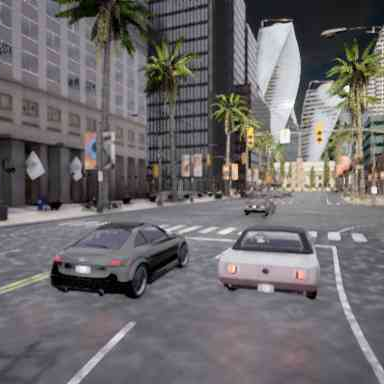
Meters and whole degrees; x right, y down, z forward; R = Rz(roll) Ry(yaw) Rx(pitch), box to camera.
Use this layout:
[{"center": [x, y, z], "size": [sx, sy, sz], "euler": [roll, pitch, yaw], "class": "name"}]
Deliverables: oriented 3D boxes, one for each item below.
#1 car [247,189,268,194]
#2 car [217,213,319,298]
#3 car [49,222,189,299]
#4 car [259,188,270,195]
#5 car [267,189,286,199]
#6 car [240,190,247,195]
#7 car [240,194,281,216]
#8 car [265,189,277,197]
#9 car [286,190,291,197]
[{"center": [12.526, 0.552, 63.323], "size": [2.033, 1.411, 5.357], "euler": [0, 1, 22], "class": "car"}, {"center": [2.092, 1.468, 8.276], "size": [1.895, 1.301, 4.718], "euler": [0, 1, 19], "class": "car"}, {"center": [-1.516, 1.435, 8.344], "size": [1.994, 1.385, 4.181], "euler": [0, 1, 17], "class": "car"}, {"center": [19.579, -0.050, 89.195], "size": [2.185, 1.767, 4.553], "euler": [0, 1, 21], "class": "car"}, {"center": [15.822, 0.581, 62.165], "size": [1.994, 1.385, 4.181], "euler": [0, 1, 22], "class": "car"}, {"center": [11.339, 0.434, 68.875], "size": [2.161, 1.482, 4.786], "euler": [0, 1, 21], "class": "car"}, {"center": [5.544, 1.124, 26.850], "size": [2.033, 1.411, 5.357], "euler": [0, 1, 22], "class": "car"}, {"center": [18.567, 0.121, 78.261], "size": [2.097, 1.767, 4.553], "euler": [0, 1, 22], "class": "car"}, {"center": [21.740, 0.324, 76.778], "size": [2.033, 1.411, 5.357], "euler": [0, 1, 22], "class": "car"}]
